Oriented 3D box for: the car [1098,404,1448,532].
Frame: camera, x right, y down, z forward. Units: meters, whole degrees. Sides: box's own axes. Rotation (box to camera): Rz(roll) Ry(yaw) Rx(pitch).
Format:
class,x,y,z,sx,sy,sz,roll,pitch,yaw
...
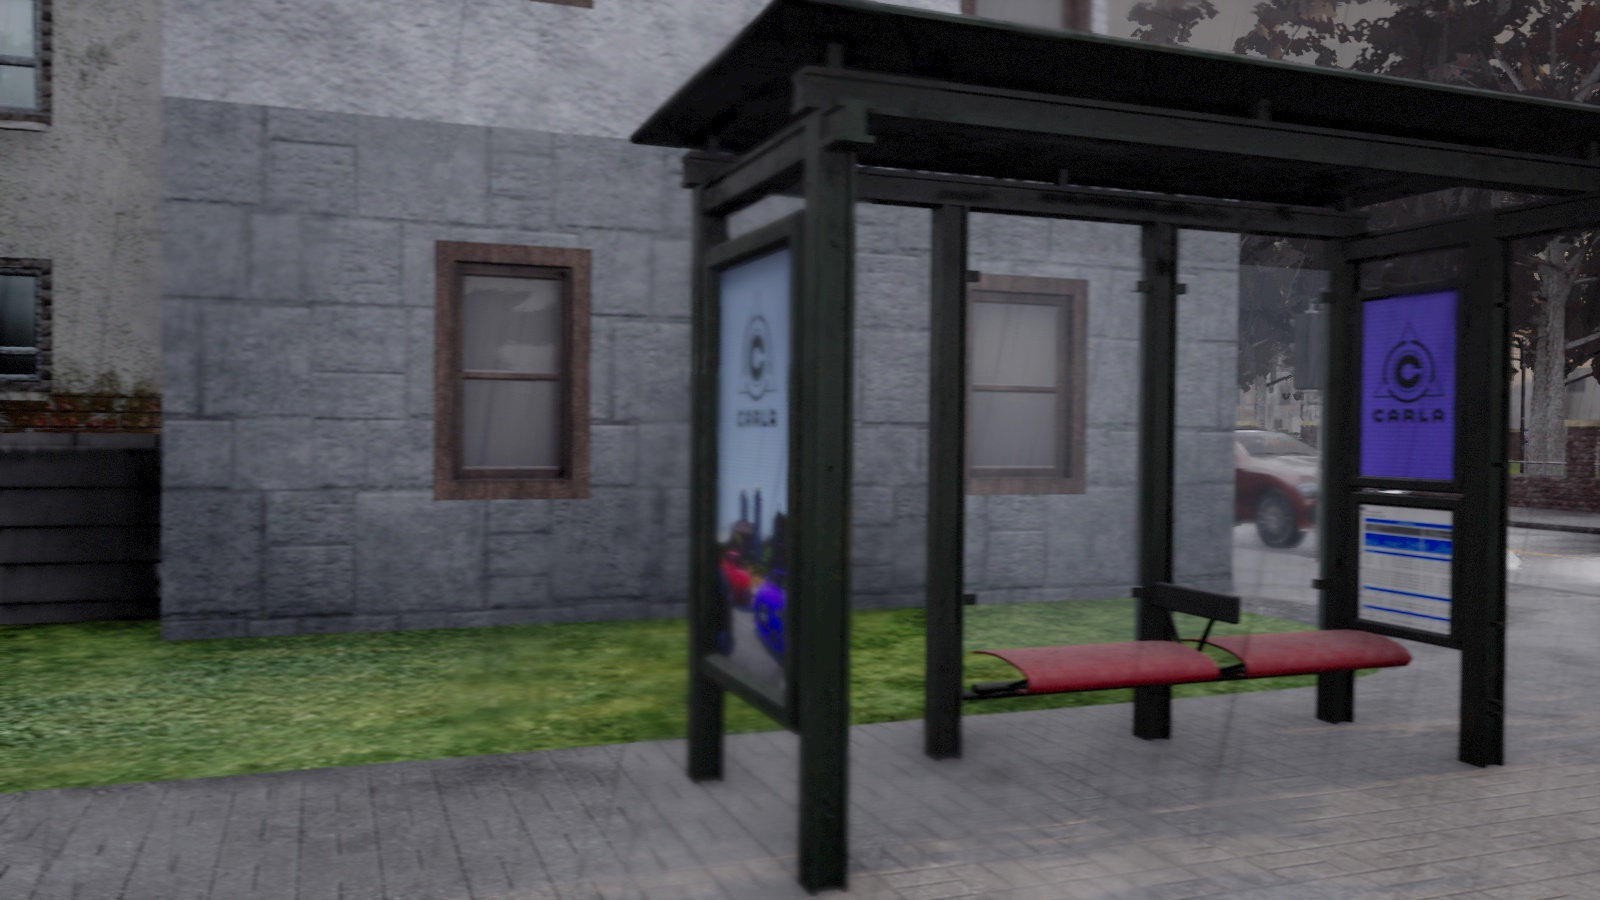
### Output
class,x,y,z,sx,sy,sz,roll,pitch,yaw
car,6.869,0.194,18.966,2.152,1.651,5.027,-1,1,-21
